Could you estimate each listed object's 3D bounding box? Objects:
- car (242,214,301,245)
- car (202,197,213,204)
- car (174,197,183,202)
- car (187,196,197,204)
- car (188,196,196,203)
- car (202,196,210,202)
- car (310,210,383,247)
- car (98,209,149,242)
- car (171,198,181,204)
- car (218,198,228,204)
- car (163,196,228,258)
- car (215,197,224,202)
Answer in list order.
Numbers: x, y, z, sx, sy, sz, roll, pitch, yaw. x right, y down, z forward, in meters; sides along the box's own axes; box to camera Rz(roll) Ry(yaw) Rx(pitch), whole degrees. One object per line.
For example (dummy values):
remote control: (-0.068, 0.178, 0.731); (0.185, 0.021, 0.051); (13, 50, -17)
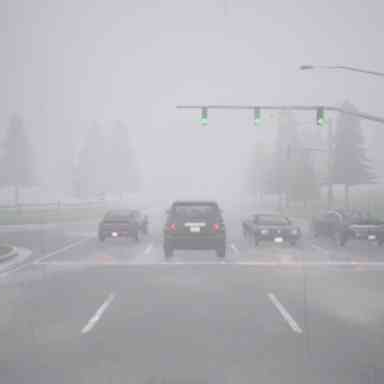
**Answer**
car: (3.597, 1.702, 15.977); (1.895, 1.301, 4.718); (0, 0, 0)
car: (3.492, 1.989, 75.086); (2.128, 1.511, 4.902); (0, 0, 0)
car: (-3.509, 1.910, 85.506); (2.033, 1.411, 5.357); (0, 0, 0)
car: (-0.008, 1.823, 75.474); (2.097, 1.767, 4.553); (0, 0, 0)
car: (-0.009, 1.896, 85.507); (2.128, 1.511, 4.902); (0, 0, 0)
car: (3.491, 1.848, 85.507); (1.882, 1.535, 5.008); (0, 0, 0)
car: (7.097, 1.590, 15.557); (2.128, 1.511, 4.902); (0, 0, 0)
car: (-3.403, 1.613, 17.079); (1.837, 1.490, 4.892); (0, 0, 0)
car: (-3.508, 2.004, 75.085); (2.033, 1.411, 5.357); (0, 0, 0)
car: (6.992, 2.019, 75.470); (1.994, 1.385, 4.181); (0, 0, 0)
car: (0.098, 1.305, 13.261); (2.150, 2.045, 5.566); (0, 0, 0)
car: (6.991, 1.923, 85.507); (1.994, 1.385, 4.181); (0, 0, 0)
